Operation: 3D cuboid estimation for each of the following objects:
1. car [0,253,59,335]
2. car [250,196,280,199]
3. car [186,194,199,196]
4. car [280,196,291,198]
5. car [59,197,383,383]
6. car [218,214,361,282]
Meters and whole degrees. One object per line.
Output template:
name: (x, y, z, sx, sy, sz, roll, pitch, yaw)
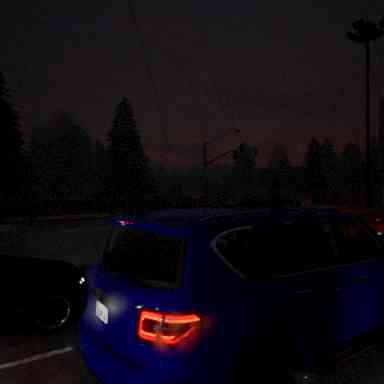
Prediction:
car: (-3.782, 1.564, 5.339, 4.181, 1.385, 1.994, 0, 0, -36)
car: (8.307, 1.383, 41.374, 1.895, 1.301, 4.718, 0, 0, -29)
car: (0.442, 1.104, 59.046, 2.097, 1.767, 4.553, -1, 0, -35)
car: (12.165, 1.244, 42.766, 2.128, 1.511, 4.902, -1, 0, -38)
car: (1.342, 1.205, 4.685, 5.566, 2.045, 2.150, -1, 0, -35)
car: (3.063, 1.513, 10.201, 4.181, 1.385, 1.994, -1, 0, -34)
